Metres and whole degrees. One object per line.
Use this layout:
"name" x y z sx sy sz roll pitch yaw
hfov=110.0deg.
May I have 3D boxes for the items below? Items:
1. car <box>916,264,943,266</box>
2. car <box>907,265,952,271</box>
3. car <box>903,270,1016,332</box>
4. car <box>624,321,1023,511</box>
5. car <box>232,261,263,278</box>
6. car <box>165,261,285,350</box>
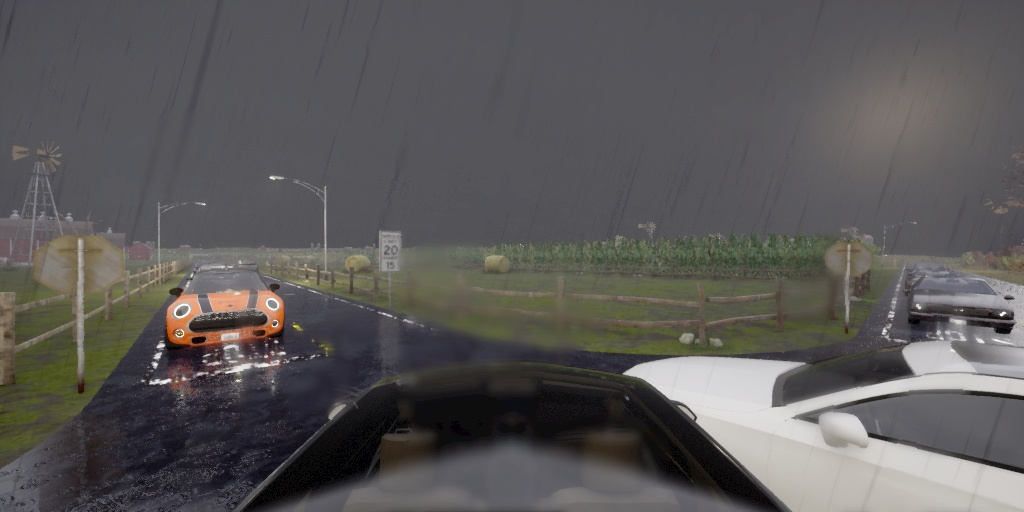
"car" 28.722 1.303 24.725 4.902 1.511 2.128 0 1 -42
"car" 21.073 1.360 17.829 4.181 1.385 1.994 0 1 -43
"car" 13.656 1.333 11.131 5.357 1.411 2.033 0 1 -42
"car" 2.863 1.293 2.197 1.812 1.442 4.674 0 1 -43
"car" -26.572 1.250 35.923 2.128 1.511 4.902 0 0 -41
"car" -7.454 1.136 9.422 2.097 1.767 4.553 0 0 -39
